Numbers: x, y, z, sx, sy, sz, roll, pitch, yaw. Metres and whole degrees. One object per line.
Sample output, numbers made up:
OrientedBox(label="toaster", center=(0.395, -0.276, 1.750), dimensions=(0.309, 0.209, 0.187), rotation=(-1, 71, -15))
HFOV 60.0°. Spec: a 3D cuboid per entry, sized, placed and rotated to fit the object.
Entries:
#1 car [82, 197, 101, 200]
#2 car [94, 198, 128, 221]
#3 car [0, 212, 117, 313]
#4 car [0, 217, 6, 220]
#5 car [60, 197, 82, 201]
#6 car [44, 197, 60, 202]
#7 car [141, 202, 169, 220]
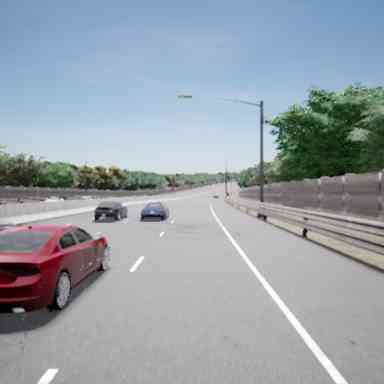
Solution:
OrientedBox(label="car", center=(-16.200, 1.554, 55.682), dimensions=(1.837, 1.490, 4.892), rotation=(0, 0, 3))
OrientedBox(label="car", center=(-6.553, 1.491, 27.279), dimensions=(1.837, 1.490, 4.892), rotation=(0, 0, 1))
OrientedBox(label="car", center=(-3.358, 1.464, 7.741), dimensions=(1.882, 1.535, 5.008), rotation=(0, 0, 0))
OrientedBox(label="car", center=(-6.832, 1.473, 10.639), dimensions=(2.128, 1.511, 4.902), rotation=(0, 0, 1))
OrientedBox(label="car", center=(-19.693, 1.520, 55.844), dimensions=(1.882, 1.535, 5.008), rotation=(0, 0, 3))
OrientedBox(label="car", center=(-23.193, 1.563, 56.017), dimensions=(1.812, 1.442, 4.674), rotation=(0, 0, 3))
OrientedBox(label="car", center=(-3.037, 1.556, 27.846), dimensions=(1.994, 1.385, 4.181), rotation=(0, 0, 1))
